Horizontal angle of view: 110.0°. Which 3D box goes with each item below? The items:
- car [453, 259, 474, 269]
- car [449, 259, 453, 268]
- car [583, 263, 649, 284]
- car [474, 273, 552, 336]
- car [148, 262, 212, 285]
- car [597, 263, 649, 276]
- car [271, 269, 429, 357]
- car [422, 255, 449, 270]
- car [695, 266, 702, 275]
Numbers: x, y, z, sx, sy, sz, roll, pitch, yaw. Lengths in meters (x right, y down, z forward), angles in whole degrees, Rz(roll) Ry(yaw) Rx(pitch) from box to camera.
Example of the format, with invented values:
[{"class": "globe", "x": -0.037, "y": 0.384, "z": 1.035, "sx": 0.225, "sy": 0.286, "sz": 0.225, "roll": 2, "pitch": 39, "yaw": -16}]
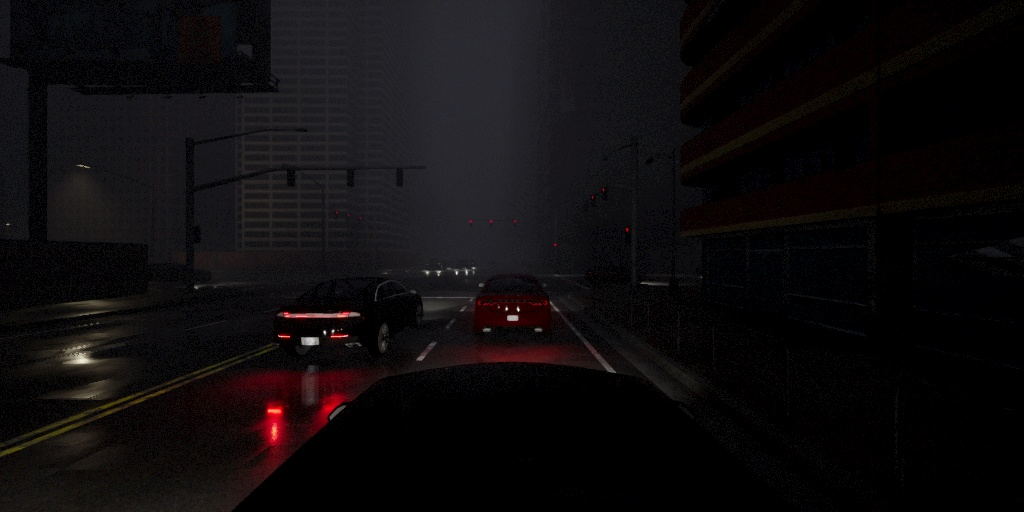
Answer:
[{"class": "car", "x": -7.489, "y": 1.255, "z": 55.614, "sx": 1.837, "sy": 1.490, "sz": 4.892, "roll": 0, "pitch": 0, "yaw": 0}, {"class": "car", "x": -11.011, "y": 1.297, "z": 61.904, "sx": 2.033, "sy": 1.411, "sz": 5.357, "roll": 0, "pitch": 0, "yaw": 0}, {"class": "car", "x": 7.320, "y": 1.314, "z": 26.015, "sx": 4.181, "sy": 1.385, "sz": 1.994, "roll": 0, "pitch": 0, "yaw": 0}, {"class": "car", "x": 0.012, "y": 1.228, "z": 10.440, "sx": 1.882, "sy": 1.535, "sz": 5.008, "roll": 0, "pitch": 0, "yaw": 0}, {"class": "car", "x": -24.599, "y": 1.228, "z": 25.948, "sx": 5.008, "sy": 1.535, "sz": 1.882, "roll": 0, "pitch": 0, "yaw": 0}, {"class": "car", "x": 11.326, "y": 1.351, "z": 36.748, "sx": 4.718, "sy": 1.301, "sz": 1.895, "roll": 0, "pitch": 0, "yaw": 2}, {"class": "car", "x": -3.476, "y": 1.242, "z": 8.552, "sx": 2.128, "sy": 1.511, "sz": 4.902, "roll": 0, "pitch": 0, "yaw": -1}, {"class": "car", "x": -10.963, "y": 1.102, "z": 51.705, "sx": 2.097, "sy": 1.767, "sz": 4.553, "roll": 0, "pitch": 0, "yaw": 0}, {"class": "car", "x": 21.452, "y": 1.228, "z": 36.698, "sx": 5.008, "sy": 1.535, "sz": 1.882, "roll": 0, "pitch": 0, "yaw": 0}]
